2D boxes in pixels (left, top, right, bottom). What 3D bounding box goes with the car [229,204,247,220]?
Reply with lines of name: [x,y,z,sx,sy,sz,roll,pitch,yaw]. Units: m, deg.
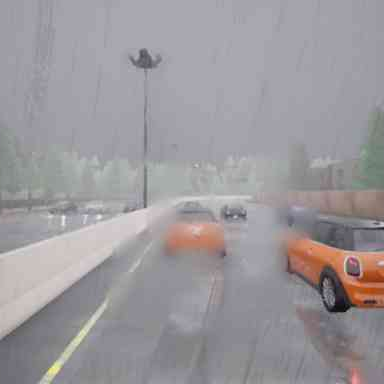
car: [3.603,1.728,29.720,1.895,1.301,4.718,0,0,0]

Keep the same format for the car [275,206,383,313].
car: [3.600,1.387,7.877,2.097,1.767,4.553,0,0,0]

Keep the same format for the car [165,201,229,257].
car: [0.100,1.407,13.305,2.097,1.767,4.553,0,0,0]

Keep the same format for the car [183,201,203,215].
car: [0.104,1.719,36.938,1.994,1.385,4.181,0,0,0]
